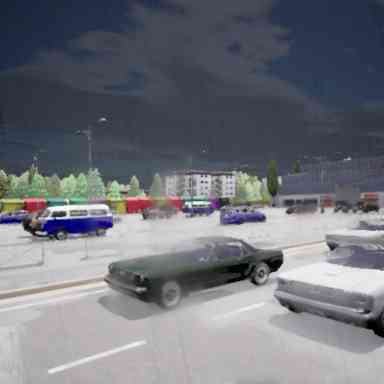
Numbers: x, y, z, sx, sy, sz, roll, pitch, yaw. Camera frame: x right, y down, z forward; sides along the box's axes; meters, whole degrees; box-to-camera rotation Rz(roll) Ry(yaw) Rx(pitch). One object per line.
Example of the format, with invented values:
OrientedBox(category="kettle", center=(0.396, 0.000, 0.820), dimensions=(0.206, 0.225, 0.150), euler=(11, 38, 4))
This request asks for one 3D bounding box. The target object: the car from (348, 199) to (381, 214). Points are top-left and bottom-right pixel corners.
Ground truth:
OrientedBox(category="car", center=(23.416, 1.914, 44.698), dimensions=(4.605, 1.855, 1.932), euler=(0, -2, -38))

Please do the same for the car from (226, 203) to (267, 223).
OrientedBox(category="car", center=(6.266, 2.388, 38.351), dimensions=(3.806, 1.475, 1.970), euler=(0, -2, -38))

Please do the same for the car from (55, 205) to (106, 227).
OrientedBox(category="car", center=(-12.659, 2.595, 37.934), dimensions=(4.605, 1.855, 1.932), euler=(0, -2, -38))

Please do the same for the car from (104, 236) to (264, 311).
OrientedBox(category="car", center=(0.227, 1.863, 8.604), dimensions=(4.718, 1.301, 1.895), euler=(0, -2, -38))

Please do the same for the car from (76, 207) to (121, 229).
OrientedBox(category="car", center=(-9.175, 2.624, 33.570), dimensions=(3.806, 1.475, 1.970), euler=(0, -2, -38))

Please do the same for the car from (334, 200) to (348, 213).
OrientedBox(category="car", center=(21.674, 2.027, 47.007), dimensions=(3.866, 1.878, 1.905), euler=(0, -2, -38))

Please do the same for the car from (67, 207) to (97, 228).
OrientedBox(category="car", center=(-10.960, 2.703, 35.848), dimensions=(3.905, 1.438, 1.784), euler=(0, -2, -38))

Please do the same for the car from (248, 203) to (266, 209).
OrientedBox(category="car", center=(17.282, 3.758, 88.604), dimensions=(1.994, 1.385, 4.181), euler=(0, -2, -37))

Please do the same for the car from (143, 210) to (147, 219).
OrientedBox(category="car", center=(-5.958, 3.113, 53.903), dimensions=(3.905, 1.438, 1.784), euler=(0, -2, -38))

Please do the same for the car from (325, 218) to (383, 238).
OrientedBox(category="car", center=(7.789, 1.854, 14.575), dimensions=(4.718, 1.301, 1.895), euler=(0, -2, -38))

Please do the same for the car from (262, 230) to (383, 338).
OrientedBox(category="car", center=(3.825, 1.728, 6.988), dimensions=(4.718, 1.301, 1.895), euler=(0, -2, -38))

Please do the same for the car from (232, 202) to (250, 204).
OrientedBox(category="car", center=(9.547, 2.778, 62.417), dimensions=(3.866, 1.878, 1.905), euler=(0, -2, -38))

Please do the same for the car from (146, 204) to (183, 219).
OrientedBox(category="car", center=(-4.228, 2.792, 51.592), dimensions=(4.605, 1.855, 1.932), euler=(0, -2, -38))

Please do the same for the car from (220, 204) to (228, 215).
OrientedBox(category="car", center=(7.777, 3.128, 64.694), dimensions=(3.806, 1.475, 1.970), euler=(0, -2, -38))
